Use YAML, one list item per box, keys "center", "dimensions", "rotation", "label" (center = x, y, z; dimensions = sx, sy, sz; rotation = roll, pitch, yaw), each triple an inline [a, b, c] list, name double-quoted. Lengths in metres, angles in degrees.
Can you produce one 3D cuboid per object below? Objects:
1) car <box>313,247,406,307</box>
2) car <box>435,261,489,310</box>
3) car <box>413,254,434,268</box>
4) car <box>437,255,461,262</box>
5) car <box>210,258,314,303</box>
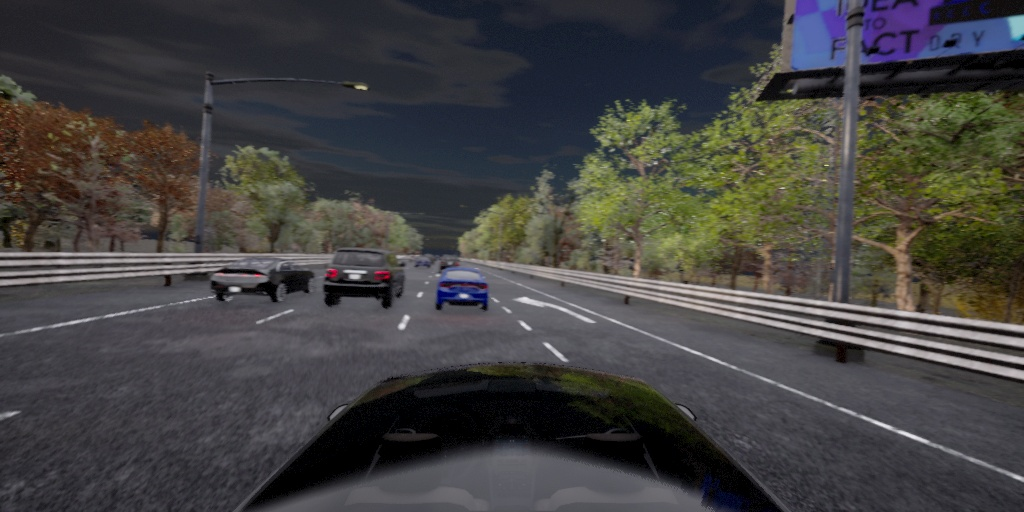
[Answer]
- center: [-5.530, 0.741, 14.079]
  dimensions: [2.150, 2.045, 5.566]
  rotation: [3, 0, -11]
  label: "car"
- center: [-2.093, 1.200, 14.640]
  dimensions: [1.882, 1.535, 5.008]
  rotation: [3, 0, -11]
  label: "car"
- center: [-13.013, 0.791, 52.950]
  dimensions: [2.097, 1.767, 4.553]
  rotation: [3, -1, -11]
  label: "car"
- center: [-6.941, 0.881, 39.920]
  dimensions: [2.150, 2.045, 5.566]
  rotation: [3, -1, -11]
  label: "car"
- center: [-8.979, 0.807, 13.428]
  dimensions: [2.128, 1.511, 4.902]
  rotation: [3, 0, -11]
  label: "car"
